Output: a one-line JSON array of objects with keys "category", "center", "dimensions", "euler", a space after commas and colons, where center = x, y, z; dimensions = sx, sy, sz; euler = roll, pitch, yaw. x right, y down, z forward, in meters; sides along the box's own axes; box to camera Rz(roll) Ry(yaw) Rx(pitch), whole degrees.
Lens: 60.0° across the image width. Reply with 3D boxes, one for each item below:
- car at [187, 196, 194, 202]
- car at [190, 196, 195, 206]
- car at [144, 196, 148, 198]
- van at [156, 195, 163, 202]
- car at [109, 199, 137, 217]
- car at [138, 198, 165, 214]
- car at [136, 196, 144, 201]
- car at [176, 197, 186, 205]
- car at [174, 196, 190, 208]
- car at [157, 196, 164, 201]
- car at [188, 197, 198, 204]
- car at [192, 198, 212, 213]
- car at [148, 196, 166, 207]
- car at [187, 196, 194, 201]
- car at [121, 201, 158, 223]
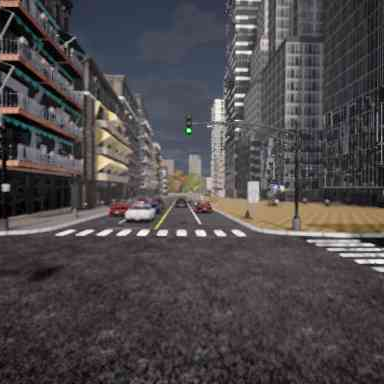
[{"category": "car", "center": [-0.380, 1.859, 89.216], "dimensions": [1.752, 1.417, 4.829], "euler": [-1, 0, -2]}, {"category": "car", "center": [0.562, 1.774, 60.816], "dimensions": [2.008, 1.369, 4.403], "euler": [-1, 0, -2]}, {"category": "car", "center": [-7.406, 1.443, 49.192], "dimensions": [2.192, 1.841, 5.009], "euler": [0, 0, -2]}, {"category": "van", "center": [-8.716, 1.623, 88.711], "dimensions": [1.690, 1.788, 3.998], "euler": [-1, 0, -2]}, {"category": "car", "center": [-6.842, 1.611, 32.253], "dimensions": [1.887, 1.381, 4.507], "euler": [0, 0, -2]}, {"category": "car", "center": [-4.367, 1.661, 36.451], "dimensions": [1.994, 1.385, 4.181], "euler": [0, 0, -1]}, {"category": "car", "center": [-7.030, 1.527, 37.899], "dimensions": [1.967, 1.590, 4.097], "euler": [0, 0, -2]}, {"category": "car", "center": [-2.193, 1.779, 67.066], "dimensions": [2.033, 1.411, 5.357], "euler": [0, 0, -2]}, {"category": "car", "center": [-1.723, 1.680, 52.896], "dimensions": [1.837, 1.490, 4.892], "euler": [0, -1, -2]}, {"category": "car", "center": [-8.901, 1.887, 94.356], "dimensions": [1.802, 1.307, 4.206], "euler": [-1, 0, -2]}, {"category": "car", "center": [0.188, 1.811, 72.108], "dimensions": [1.887, 1.381, 4.507], "euler": [-1, 0, -2]}, {"category": "car", "center": [1.311, 1.683, 38.233], "dimensions": [1.887, 1.381, 4.507], "euler": [-1, 0, -2]}, {"category": "car", "center": [-4.705, 1.639, 46.626], "dimensions": [1.837, 1.490, 4.892], "euler": [0, 0, -2]}, {"category": "car", "center": [-0.561, 1.901, 94.691], "dimensions": [1.887, 1.381, 4.507], "euler": [-1, 0, -2]}, {"category": "car", "center": [-4.045, 1.662, 26.395], "dimensions": [1.895, 1.301, 4.718], "euler": [0, 0, -2]}]
